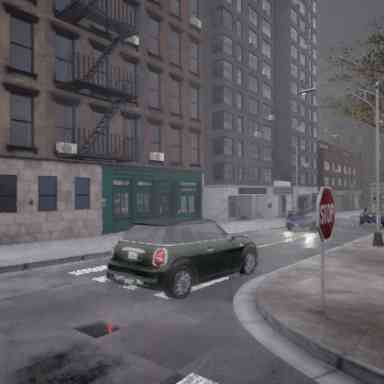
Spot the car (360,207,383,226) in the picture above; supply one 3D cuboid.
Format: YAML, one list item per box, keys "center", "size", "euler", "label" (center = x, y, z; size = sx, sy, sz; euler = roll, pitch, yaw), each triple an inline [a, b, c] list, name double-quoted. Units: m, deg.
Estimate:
- center: [16.997, 2.123, 30.562]
  size: [2.097, 1.767, 4.553]
  euler: [0, -2, 38]
  label: "car"

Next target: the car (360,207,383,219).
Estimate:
- center: [23.258, 2.647, 43.054]
  size: [1.994, 1.385, 4.181]
  euler: [0, -1, 39]
  label: "car"

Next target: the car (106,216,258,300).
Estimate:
- center: [-0.006, 1.493, 9.120]
  size: [2.097, 1.767, 4.553]
  euler: [0, -1, 38]
  label: "car"

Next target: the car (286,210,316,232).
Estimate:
- center: [8.634, 2.081, 24.760]
  size: [1.812, 1.442, 4.674]
  euler: [0, -2, 38]
  label: "car"
